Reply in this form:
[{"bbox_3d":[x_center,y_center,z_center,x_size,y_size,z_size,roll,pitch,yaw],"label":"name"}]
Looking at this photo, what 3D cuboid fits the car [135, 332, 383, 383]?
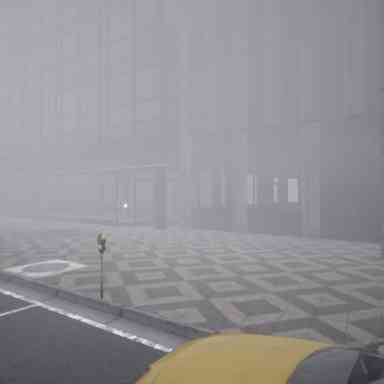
[{"bbox_3d":[1.630,1.525,1.920,4.829,1.417,1.752,0,0,36],"label":"car"}]
